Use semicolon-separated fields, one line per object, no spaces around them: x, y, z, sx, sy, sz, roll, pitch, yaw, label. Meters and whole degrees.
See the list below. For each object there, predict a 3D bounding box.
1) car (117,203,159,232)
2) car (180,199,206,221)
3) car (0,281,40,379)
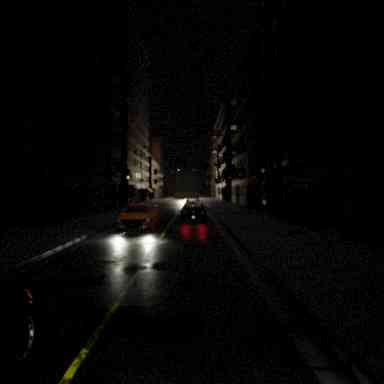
-3.077;1.405;19.675;1.882;1.535;5.008;0;0;0;car
0.106;1.505;25.940;1.895;1.301;4.718;0;0;0;car
-3.094;1.552;2.902;1.994;1.385;4.181;0;0;0;car
